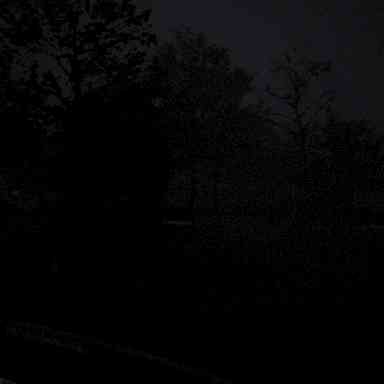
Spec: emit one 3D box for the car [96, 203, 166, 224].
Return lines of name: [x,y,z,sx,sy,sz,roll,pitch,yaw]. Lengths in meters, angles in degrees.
car: [-4.308,1.555,23.813,4.892,1.490,1.837,0,-1,-10]
